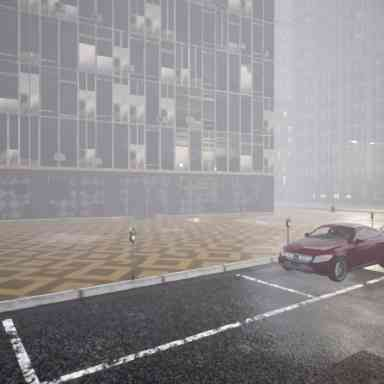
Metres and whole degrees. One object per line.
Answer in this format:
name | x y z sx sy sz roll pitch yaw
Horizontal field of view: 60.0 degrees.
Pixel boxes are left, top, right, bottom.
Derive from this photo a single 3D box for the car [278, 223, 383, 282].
car | 4.325 1.579 9.657 4.206 1.307 1.802 0 0 -36
